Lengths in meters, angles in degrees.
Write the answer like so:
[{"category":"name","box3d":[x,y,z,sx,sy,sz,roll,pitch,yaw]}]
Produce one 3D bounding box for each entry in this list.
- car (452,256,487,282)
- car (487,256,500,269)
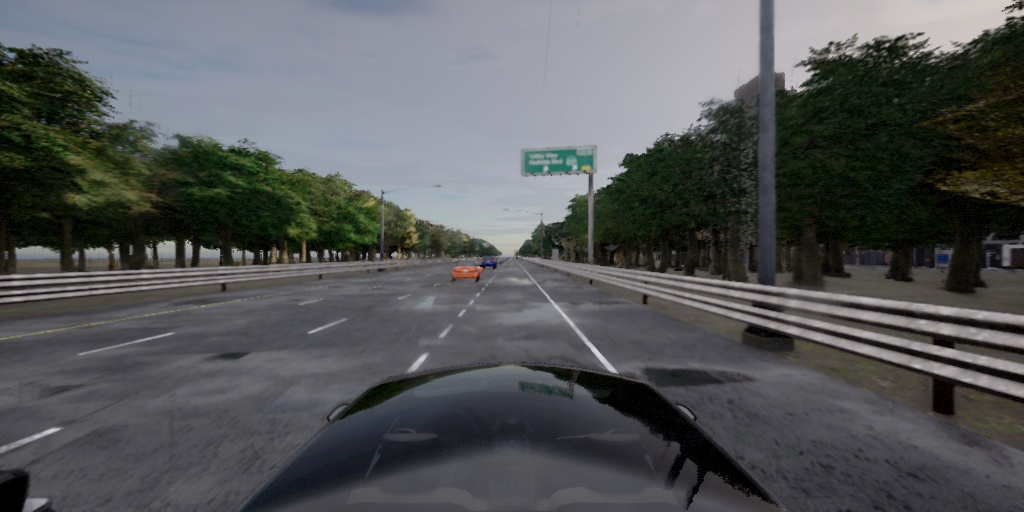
[{"category":"car","box3d":[-3.480,1.096,28.896,2.097,1.767,4.553,0,0,0]},{"category":"car","box3d":[-3.449,0.962,55.085,2.150,2.045,5.566,0,0,0]}]
